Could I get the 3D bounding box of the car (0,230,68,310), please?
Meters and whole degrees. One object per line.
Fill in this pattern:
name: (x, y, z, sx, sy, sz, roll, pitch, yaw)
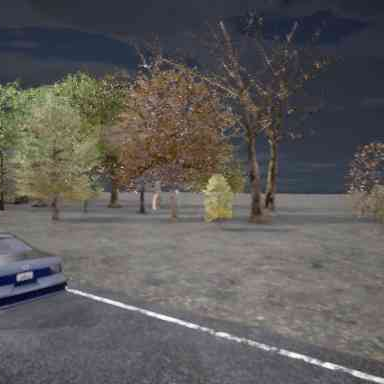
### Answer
car: (-4.943, 1.510, 7.219, 5.357, 1.411, 2.033, 0, 0, 35)
